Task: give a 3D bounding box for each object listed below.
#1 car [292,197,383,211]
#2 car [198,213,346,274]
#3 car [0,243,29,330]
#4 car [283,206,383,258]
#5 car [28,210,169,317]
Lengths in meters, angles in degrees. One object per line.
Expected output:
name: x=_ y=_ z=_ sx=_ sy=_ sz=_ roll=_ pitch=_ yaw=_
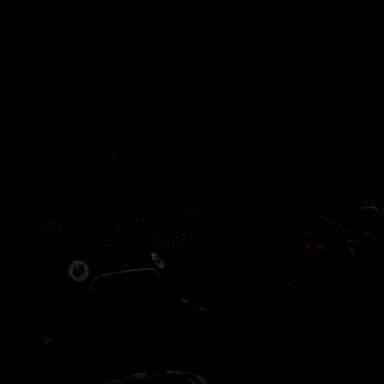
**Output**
car: x=6.707 y=1.241 z=14.181 sx=2.435 sy=2.045 sz=5.566 roll=-1 pitch=0 yaw=-35
car: x=2.139 y=1.548 z=10.999 sx=2.163 sy=1.488 sz=4.792 roll=0 pitch=0 yaw=-35
car: x=-4.679 y=1.506 z=6.145 sx=2.163 sy=1.488 sz=4.792 roll=1 pitch=0 yaw=-35
car: x=4.416 y=1.512 z=12.593 sx=2.231 sy=1.521 sz=4.892 roll=0 pitch=0 yaw=-35
car: x=-2.408 y=1.374 z=7.764 sx=2.185 sy=1.767 sz=4.553 roll=0 pitch=0 yaw=-35
